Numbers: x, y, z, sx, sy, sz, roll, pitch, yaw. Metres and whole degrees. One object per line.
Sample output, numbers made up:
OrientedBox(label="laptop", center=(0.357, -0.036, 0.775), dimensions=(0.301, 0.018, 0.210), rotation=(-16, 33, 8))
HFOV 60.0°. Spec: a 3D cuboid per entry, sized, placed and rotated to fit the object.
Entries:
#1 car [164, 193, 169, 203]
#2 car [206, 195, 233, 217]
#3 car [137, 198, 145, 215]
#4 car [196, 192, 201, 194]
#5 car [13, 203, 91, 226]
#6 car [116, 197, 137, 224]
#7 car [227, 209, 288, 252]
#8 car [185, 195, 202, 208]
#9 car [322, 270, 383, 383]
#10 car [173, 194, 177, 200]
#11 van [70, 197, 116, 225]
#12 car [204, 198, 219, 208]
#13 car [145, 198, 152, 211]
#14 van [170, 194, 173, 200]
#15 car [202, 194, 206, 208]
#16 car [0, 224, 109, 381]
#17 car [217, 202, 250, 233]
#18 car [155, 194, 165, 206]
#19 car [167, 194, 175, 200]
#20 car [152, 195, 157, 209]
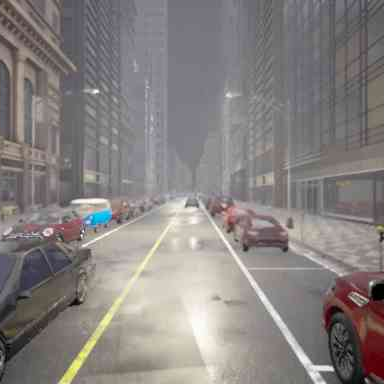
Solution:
OrientedBox(label="car", center=(-5.803, 1.209, 58.514), dimensions=(2.192, 1.841, 5.009), rotation=(1, 0, 0))
OrientedBox(label="car", center=(2.701, 1.267, 30.380), dimensions=(2.192, 1.841, 5.009), rotation=(1, 0, 0))
OrientedBox(label="car", center=(-5.827, 1.503, 30.391), dimensions=(2.008, 1.369, 4.403), rotation=(1, 0, 0))
OrientedBox(label="car", center=(2.745, 1.369, 92.249), dimensions=(1.887, 1.381, 4.507), rotation=(1, 0, 0))
OrientedBox(label="car", center=(-5.839, 1.421, 13.517), dimensions=(1.967, 1.590, 4.097), rotation=(1, 0, 0))
OrientedBox(label="car", center=(-5.829, 1.277, 24.766), dimensions=(2.192, 1.841, 5.009), rotation=(1, 0, 0))
OrientedBox(label="car", center=(2.686, 1.563, 13.507), dimensions=(1.802, 1.307, 4.206), rotation=(1, 0, 0))
OrientedBox(label="car", center=(0.036, 1.486, 45.387), dimensions=(1.994, 1.385, 4.181), rotation=(0, 0, 0))
OrientedBox(label="car", center=(2.679, 1.312, 2.257), dimensions=(2.192, 1.841, 5.009), rotation=(1, 0, 0))
OrientedBox(label="car", center=(-5.785, 1.402, 86.637), dimensions=(1.947, 1.339, 4.313), rotation=(1, 0, 0))
OrientedBox(label="van", center=(-5.833, 1.313, 19.141), dimensions=(1.690, 1.788, 3.998), rotation=(1, 0, 0))
OrientedBox(label="car", center=(2.711, 1.499, 47.254), dimensions=(1.802, 1.307, 4.206), rotation=(1, 0, 0))
OrientedBox(label="car", center=(-5.822, 1.486, 36.015), dimensions=(1.887, 1.381, 4.507), rotation=(1, 0, 0))
OrientedBox(label="van", center=(-5.791, 1.200, 75.388), dimensions=(1.690, 1.788, 3.998), rotation=(1, 0, 0))
OrientedBox(label="car", center=(2.710, 1.244, 41.629), dimensions=(2.192, 1.841, 5.009), rotation=(1, 0, 0))
OrientedBox(label="car", center=(-3.071, 1.541, 5.283), dimensions=(2.033, 1.411, 5.357), rotation=(0, 0, 0))
OrientedBox(label="car", center=(2.690, 1.516, 19.132), dimensions=(1.887, 1.381, 4.507), rotation=(1, 0, 0))
OrientedBox(label="car", center=(-5.810, 1.451, 52.889), dimensions=(1.887, 1.381, 4.507), rotation=(1, 0, 0))
OrientedBox(label="car", center=(-5.781, 1.350, 92.092), dimensions=(1.752, 1.417, 4.829), rotation=(1, 0, 0))
OrientedBox(label="car", center=(-5.818, 1.456, 41.470), dimensions=(1.752, 1.417, 4.829), rotation=(1, 0, 0))
